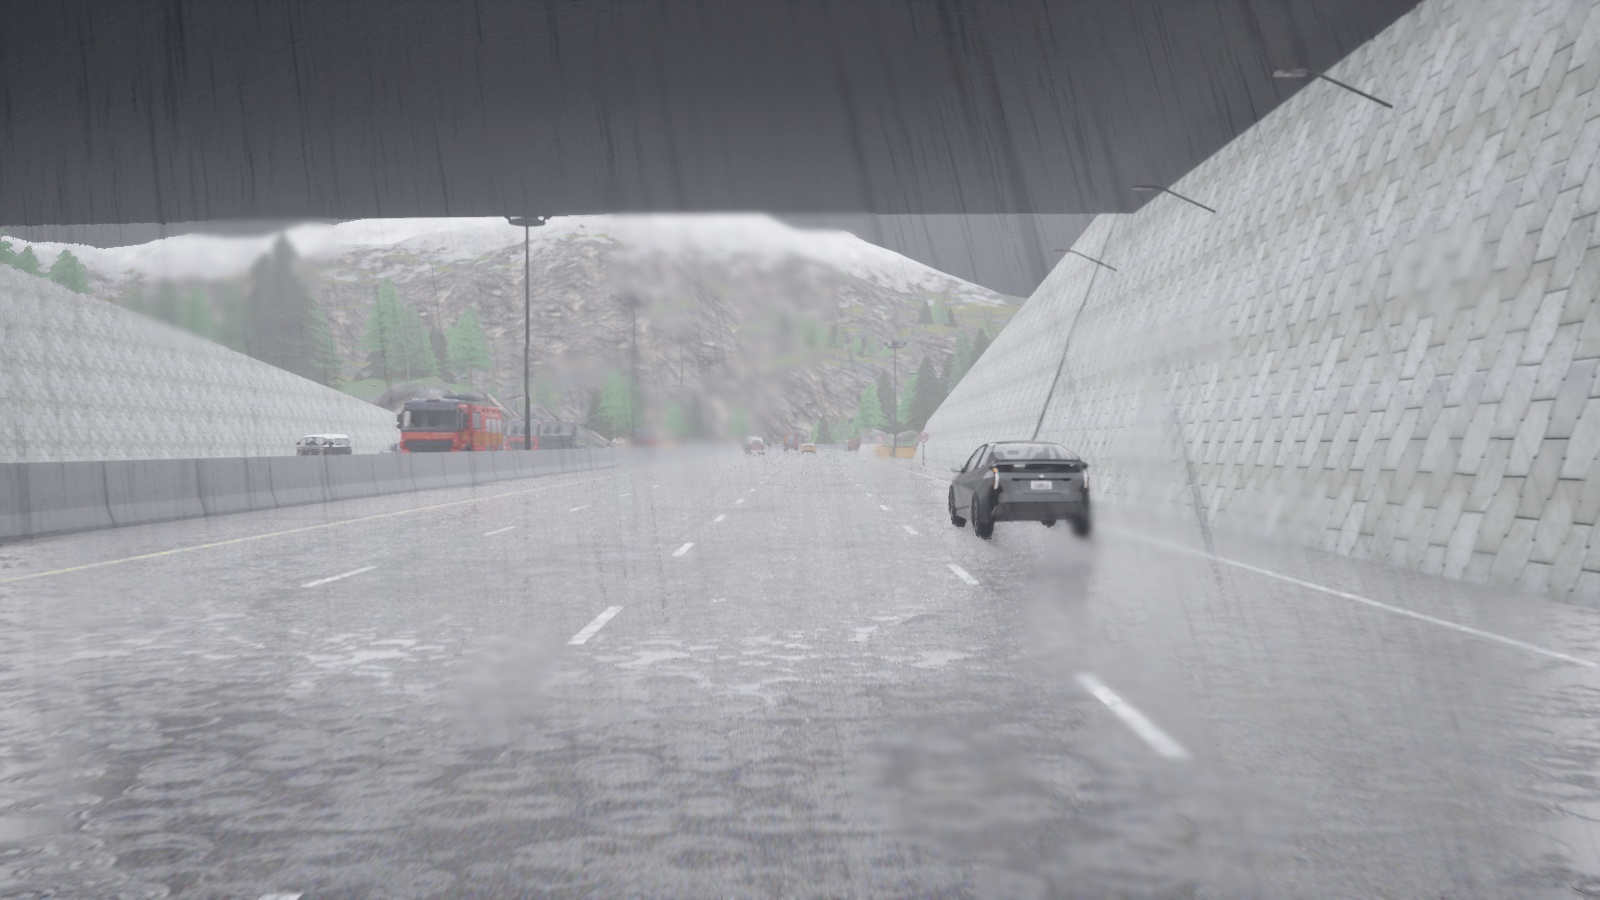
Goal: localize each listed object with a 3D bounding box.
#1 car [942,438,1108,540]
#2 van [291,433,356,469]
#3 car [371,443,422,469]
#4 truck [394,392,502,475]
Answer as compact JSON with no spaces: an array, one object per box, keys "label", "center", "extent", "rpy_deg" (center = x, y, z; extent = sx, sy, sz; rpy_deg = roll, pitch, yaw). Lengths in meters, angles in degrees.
[{"label":"car","center":[3.636,0.577,21.146],"extent":[2.007,1.525,4.514],"rpy_deg":[0,0,0]},{"label":"van","center":[-27.518,0.038,72.648],"extent":[2.069,2.038,4.480],"rpy_deg":[0,0,0]},{"label":"car","center":[-24.003,0.319,74.877],"extent":[1.845,1.501,3.633],"rpy_deg":[0,0,0]},{"label":"truck","center":[-17.092,-0.779,61.612],"extent":[2.891,3.827,8.468],"rpy_deg":[0,0,0]}]
